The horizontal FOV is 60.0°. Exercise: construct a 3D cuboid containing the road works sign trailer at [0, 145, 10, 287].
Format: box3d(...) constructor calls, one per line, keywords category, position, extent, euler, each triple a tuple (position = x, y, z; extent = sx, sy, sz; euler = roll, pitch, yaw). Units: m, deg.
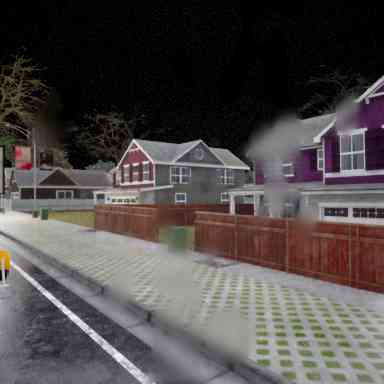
box3d(category="road works sign trailer", position=(-6.106, 0.470, 8.408), extent=(2.380, 3.560, 2.880), euler=(0, 0, -38))
